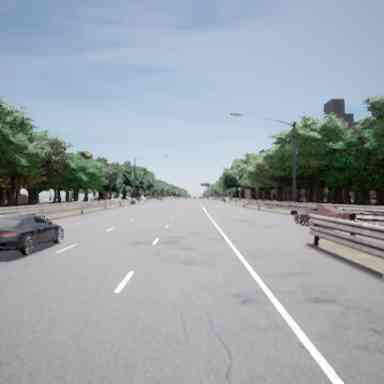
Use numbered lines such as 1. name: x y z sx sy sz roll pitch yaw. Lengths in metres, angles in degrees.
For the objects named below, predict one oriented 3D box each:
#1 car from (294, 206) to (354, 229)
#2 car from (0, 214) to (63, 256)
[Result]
1. car: 9.265 1.723 23.631 1.812 1.442 4.674 0 0 -19
2. car: -6.893 1.638 13.564 1.812 1.442 4.674 0 0 0
